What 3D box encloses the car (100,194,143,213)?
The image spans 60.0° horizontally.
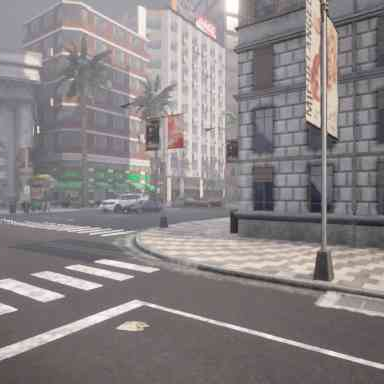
[{"bbox_3d":[-7.799,1.221,37.868,2.150,2.045,5.566,0,0,36],"label":"car"}]

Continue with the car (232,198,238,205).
[{"bbox_3d":[9.050,1.491,57.392,4.902,1.511,2.128,0,0,-38],"label":"car"}]

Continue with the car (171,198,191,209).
[{"bbox_3d":[-1.019,1.526,46.890,1.812,1.442,4.674,0,0,38],"label":"car"}]

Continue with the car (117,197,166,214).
[{"bbox_3d":[-5.085,1.547,35.674,2.033,1.411,5.357,0,0,36],"label":"car"}]

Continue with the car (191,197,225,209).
[{"bbox_3d":[2.570,1.478,45.849,1.882,1.535,5.008,0,0,39],"label":"car"}]
